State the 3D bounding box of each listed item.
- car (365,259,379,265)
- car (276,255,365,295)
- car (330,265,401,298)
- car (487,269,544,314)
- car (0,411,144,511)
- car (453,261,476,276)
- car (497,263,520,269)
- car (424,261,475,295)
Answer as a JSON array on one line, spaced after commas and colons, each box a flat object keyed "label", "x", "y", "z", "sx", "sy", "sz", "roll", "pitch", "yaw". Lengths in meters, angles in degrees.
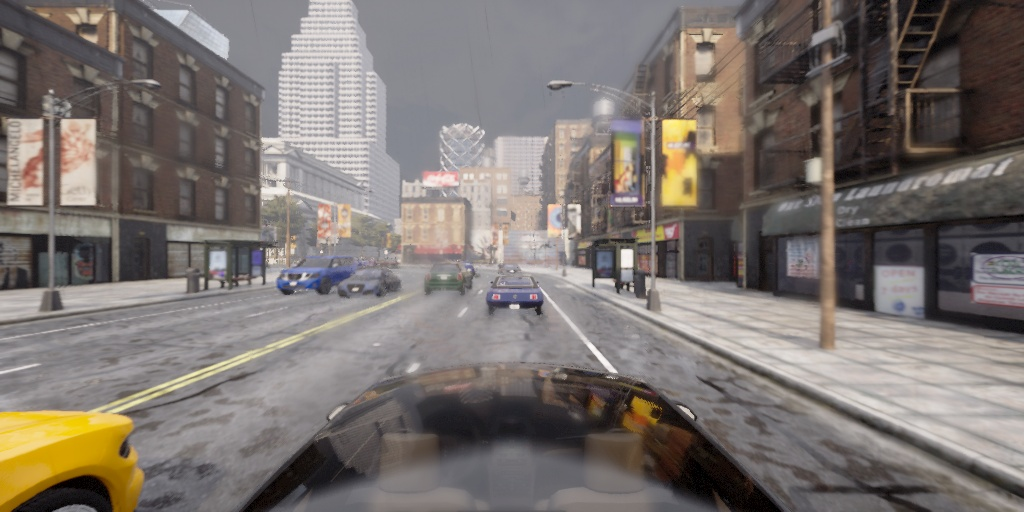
[{"label": "car", "x": -24.064, "y": 1.312, "z": 57.718, "sx": 4.674, "sy": 1.442, "sz": 1.812, "roll": 0, "pitch": 0, "yaw": 34}, {"label": "car", "x": -10.603, "y": 0.984, "z": 20.143, "sx": 2.150, "sy": 2.045, "sz": 5.566, "roll": 0, "pitch": 0, "yaw": 0}, {"label": "car", "x": -7.138, "y": 1.325, "z": 18.338, "sx": 1.994, "sy": 1.385, "sz": 4.181, "roll": 0, "pitch": 0, "yaw": 0}, {"label": "car", "x": 0.101, "y": 1.358, "z": 13.836, "sx": 1.895, "sy": 1.301, "sz": 4.718, "roll": 0, "pitch": 0, "yaw": 0}, {"label": "car", "x": -3.399, "y": 1.227, "z": 0.287, "sx": 1.882, "sy": 1.535, "sz": 5.008, "roll": 0, "pitch": 0, "yaw": 0}, {"label": "car", "x": -5.127, "y": 1.299, "z": 38.287, "sx": 1.812, "sy": 1.442, "sz": 4.674, "roll": 0, "pitch": 0, "yaw": -15}, {"label": "car", "x": -0.260, "y": 1.315, "z": 31.767, "sx": 2.033, "sy": 1.411, "sz": 5.357, "roll": 0, "pitch": 0, "yaw": -5}, {"label": "car", "x": -3.398, "y": 1.114, "z": 20.071, "sx": 2.097, "sy": 1.767, "sz": 4.553, "roll": 0, "pitch": 0, "yaw": 0}]
